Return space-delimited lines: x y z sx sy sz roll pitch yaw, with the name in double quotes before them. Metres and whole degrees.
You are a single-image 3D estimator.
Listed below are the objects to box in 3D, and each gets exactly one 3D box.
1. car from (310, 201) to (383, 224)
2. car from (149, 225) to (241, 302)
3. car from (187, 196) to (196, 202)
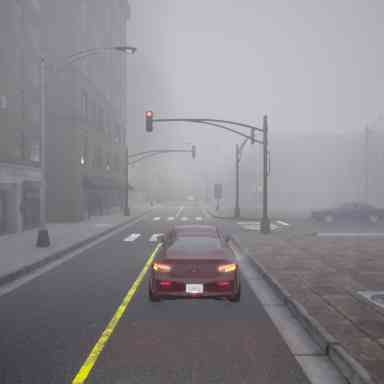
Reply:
"car" 11.078 1.432 23.851 5.008 1.535 1.882 0 0 0
"car" 0.074 1.526 8.139 1.812 1.442 4.674 0 0 1
"car" -0.150 1.567 76.115 1.812 1.442 4.674 0 0 0
